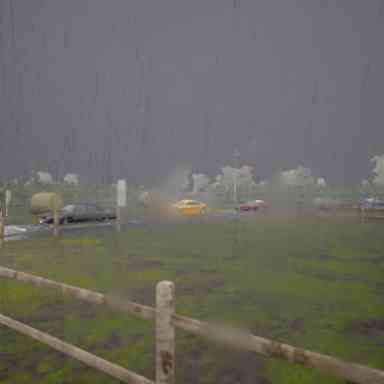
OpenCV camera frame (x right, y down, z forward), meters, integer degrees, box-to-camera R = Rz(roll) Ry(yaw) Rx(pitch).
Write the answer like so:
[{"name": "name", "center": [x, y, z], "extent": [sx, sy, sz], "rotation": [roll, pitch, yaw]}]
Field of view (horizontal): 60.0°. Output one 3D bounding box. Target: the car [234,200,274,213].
[{"name": "car", "center": [6.818, 1.602, 36.531], "extent": [4.718, 1.301, 1.895], "rotation": [0, 0, -40]}]

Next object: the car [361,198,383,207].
[{"name": "car", "center": [26.374, 1.579, 48.290], "extent": [4.674, 1.442, 1.812], "rotation": [0, 0, -36]}]

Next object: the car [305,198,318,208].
[{"name": "car", "center": [17.214, 1.525, 44.923], "extent": [4.892, 1.490, 1.837], "rotation": [1, 0, -37]}]

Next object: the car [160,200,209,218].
[{"name": "car", "center": [-0.644, 1.467, 29.939], "extent": [5.008, 1.535, 1.882], "rotation": [0, 0, -43]}]

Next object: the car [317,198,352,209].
[{"name": "car", "center": [18.447, 1.639, 42.280], "extent": [4.718, 1.301, 1.895], "rotation": [0, 0, -37]}]

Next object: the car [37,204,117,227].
[{"name": "car", "center": [-7.778, 1.523, 23.171], "extent": [5.357, 1.411, 2.033], "rotation": [0, 0, -44]}]
